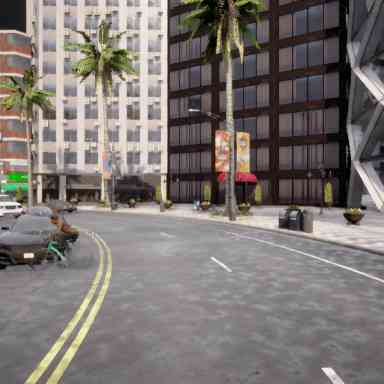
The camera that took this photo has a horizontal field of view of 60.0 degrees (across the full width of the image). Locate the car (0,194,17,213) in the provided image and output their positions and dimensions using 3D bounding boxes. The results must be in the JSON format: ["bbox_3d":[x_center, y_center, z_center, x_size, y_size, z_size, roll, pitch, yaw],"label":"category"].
[{"bbox_3d":[-16.602,1.221,28.428,5.566,2.045,2.150,0,0,39],"label":"car"}]

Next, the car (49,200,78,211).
[{"bbox_3d":[-14.580,1.547,35.687,5.357,1.411,2.033,0,0,35],"label":"car"}]

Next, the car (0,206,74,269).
[{"bbox_3d":[-5.266,1.478,11.543,1.882,1.535,5.008,0,0,-18],"label":"car"}]

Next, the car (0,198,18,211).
[{"bbox_3d":[-23.673,1.526,40.649,4.674,1.442,1.812,0,0,24],"label":"car"}]

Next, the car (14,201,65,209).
[{"bbox_3d":[-9.575,1.526,20.645,1.812,1.442,4.674,0,0,-35],"label":"car"}]

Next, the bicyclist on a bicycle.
[{"bbox_3d":[-3.734,1.476,9.521,1.656,1.620,0.582,-3,-5,-23],"label":"bicyclist on a bicycle"}]
